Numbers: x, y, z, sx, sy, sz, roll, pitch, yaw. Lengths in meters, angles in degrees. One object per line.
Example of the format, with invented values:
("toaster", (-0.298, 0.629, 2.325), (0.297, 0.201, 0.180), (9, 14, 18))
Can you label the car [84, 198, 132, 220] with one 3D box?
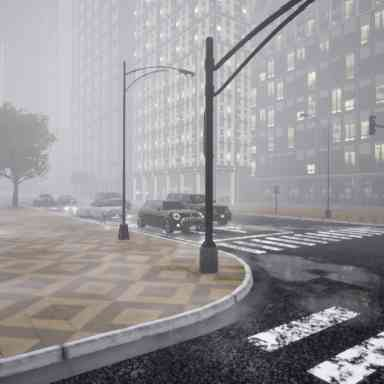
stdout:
("car", (-6.769, 1.390, 26.068), (1.895, 1.301, 4.718), (0, 0, -37))

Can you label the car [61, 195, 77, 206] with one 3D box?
("car", (-17.300, 1.107, 45.805), (2.128, 1.511, 4.902), (0, 0, -36))

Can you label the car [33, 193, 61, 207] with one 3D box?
("car", (-18.641, 0.970, 42.127), (2.097, 1.767, 4.553), (0, 0, -36))

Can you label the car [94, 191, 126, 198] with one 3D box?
("car", (-8.086, 0.973, 33.302), (2.150, 2.045, 5.566), (0, 0, -37))

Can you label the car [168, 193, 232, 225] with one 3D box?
("car", (0.187, 1.085, 22.155), (2.150, 2.045, 5.566), (0, 0, -37))

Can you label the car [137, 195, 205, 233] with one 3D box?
("car", (-1.255, 1.216, 18.646), (2.097, 1.767, 4.553), (0, 0, -37))
